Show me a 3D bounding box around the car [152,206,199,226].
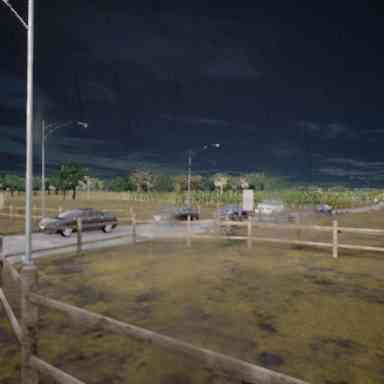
[{"bbox_3d":[-1.276,1.958,27.645,2.128,1.511,4.902,1,-1,35],"label":"car"}]

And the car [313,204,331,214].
[{"bbox_3d":[21.822,2.798,55.364,2.097,1.767,4.553,1,-1,35],"label":"car"}]

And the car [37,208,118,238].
[{"bbox_3d":[-6.698,1.768,19.939,1.837,1.490,4.892,1,-1,35],"label":"car"}]

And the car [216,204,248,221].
[{"bbox_3d":[4.359,2.049,35.647,2.097,1.767,4.553,1,-1,35],"label":"car"}]

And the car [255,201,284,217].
[{"bbox_3d":[10.441,2.188,44.219,2.150,2.045,5.566,1,-1,36],"label":"car"}]
